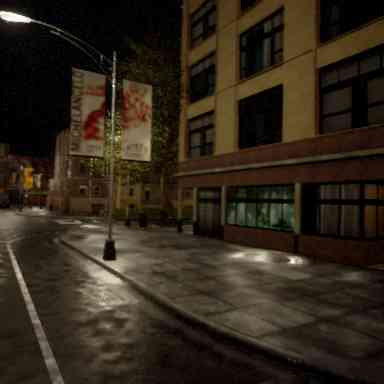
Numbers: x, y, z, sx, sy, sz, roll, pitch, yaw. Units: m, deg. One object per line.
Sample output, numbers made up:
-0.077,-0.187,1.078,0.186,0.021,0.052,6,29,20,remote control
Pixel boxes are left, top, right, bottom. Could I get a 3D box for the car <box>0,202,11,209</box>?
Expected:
-35.724,2.535,62.587,1.994,1.385,4.181,2,-2,-10,car
